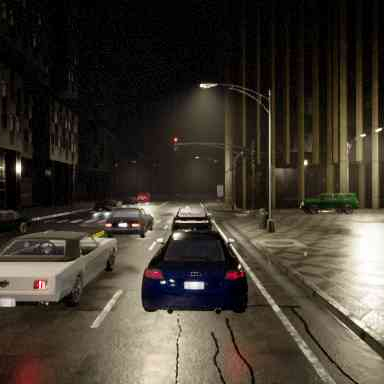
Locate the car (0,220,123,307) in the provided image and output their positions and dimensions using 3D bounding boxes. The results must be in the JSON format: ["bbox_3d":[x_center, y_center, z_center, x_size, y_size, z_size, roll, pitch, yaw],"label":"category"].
[{"bbox_3d":[-3.150,1.597,7.902,1.895,1.301,4.718,0,0,0],"label":"car"}]

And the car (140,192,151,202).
[{"bbox_3d":[-9.777,1.056,68.561,2.150,2.045,5.566,0,0,0],"label":"car"}]

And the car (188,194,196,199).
[{"bbox_3d":[-0.030,1.200,85.485,1.895,1.301,4.718,0,0,0],"label":"car"}]

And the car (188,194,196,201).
[{"bbox_3d":[-0.027,1.342,75.033,2.033,1.411,5.357,0,0,0],"label":"car"}]

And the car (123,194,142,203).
[{"bbox_3d":[-9.863,1.440,53.209,2.033,1.411,5.357,0,0,0],"label":"car"}]

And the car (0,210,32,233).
[{"bbox_3d":[-9.856,1.587,16.374,1.895,1.301,4.718,0,0,0],"label":"car"}]

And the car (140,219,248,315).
[{"bbox_3d":[0.083,1.561,7.682,1.994,1.385,4.181,0,0,1],"label":"car"}]

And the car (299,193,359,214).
[{"bbox_3d":[13.556,1.113,33.029,5.566,2.045,2.150,0,0,2],"label":"car"}]

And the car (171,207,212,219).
[{"bbox_3d":[-0.007,1.478,16.556,2.128,1.511,4.902,0,0,0],"label":"car"}]

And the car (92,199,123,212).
[{"bbox_3d":[-9.865,1.489,38.434,2.033,1.411,5.357,0,0,0],"label":"car"}]

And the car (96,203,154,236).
[{"bbox_3d":[-3.158,1.533,17.493,2.033,1.411,5.357,0,0,0],"label":"car"}]

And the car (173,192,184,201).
[{"bbox_3d":[-3.277,1.302,75.033,1.837,1.490,4.892,0,0,0],"label":"car"}]
